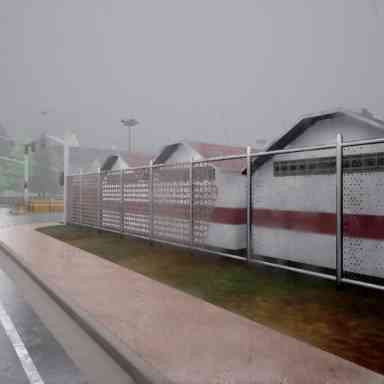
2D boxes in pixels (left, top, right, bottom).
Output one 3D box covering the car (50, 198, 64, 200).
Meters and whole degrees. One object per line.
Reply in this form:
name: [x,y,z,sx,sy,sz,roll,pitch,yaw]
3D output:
car: [-17.244,1.505,42.245,4.892,1.490,1.837,0,0,-39]
